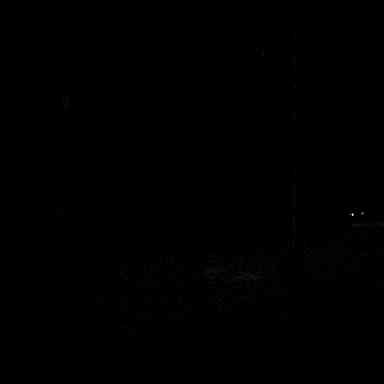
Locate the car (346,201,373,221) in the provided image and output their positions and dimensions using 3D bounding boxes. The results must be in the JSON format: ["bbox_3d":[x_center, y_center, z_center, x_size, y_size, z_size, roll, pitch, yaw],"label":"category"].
[{"bbox_3d":[10.885,1.209,26.595,2.150,2.045,5.566,0,0,-35],"label":"car"}]

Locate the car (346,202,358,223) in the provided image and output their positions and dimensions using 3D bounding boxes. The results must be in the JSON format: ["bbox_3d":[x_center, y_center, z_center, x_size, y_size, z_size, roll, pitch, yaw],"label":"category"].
[{"bbox_3d":[9.347,1.540,24.374,1.947,1.339,4.313,0,0,-35],"label":"car"}]

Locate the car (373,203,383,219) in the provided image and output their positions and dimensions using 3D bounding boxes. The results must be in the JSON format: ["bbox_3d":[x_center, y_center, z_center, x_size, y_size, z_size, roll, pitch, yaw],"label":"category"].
[{"bbox_3d":[15.885,1.580,29.030,1.947,1.339,4.313,0,0,-35],"label":"car"}]
